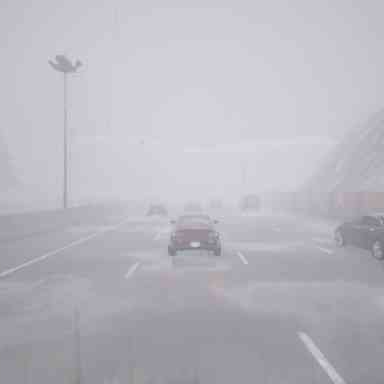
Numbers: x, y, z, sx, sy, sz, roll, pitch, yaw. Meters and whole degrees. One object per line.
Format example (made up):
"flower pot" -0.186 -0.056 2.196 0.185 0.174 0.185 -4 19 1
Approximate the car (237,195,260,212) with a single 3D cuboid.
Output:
"car" 7.109 1.377 42.142 2.150 2.045 5.566 0 0 0

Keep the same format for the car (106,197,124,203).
"car" -13.885 1.721 61.650 1.837 1.490 4.892 0 0 2

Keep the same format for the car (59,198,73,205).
"car" -24.212 1.799 64.850 1.895 1.301 4.718 0 0 2

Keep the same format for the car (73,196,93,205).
"car" -20.727 1.568 64.574 2.097 1.767 4.553 0 0 2

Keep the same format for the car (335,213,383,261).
"car" 7.102 1.551 12.482 1.837 1.490 4.892 0 -1 0

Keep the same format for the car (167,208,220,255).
"car" 0.104 1.575 13.377 1.812 1.442 4.674 0 0 0

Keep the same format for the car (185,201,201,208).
"car" 0.108 1.744 38.669 1.895 1.301 4.718 0 0 0

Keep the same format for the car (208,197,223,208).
"car" 3.611 1.541 51.027 2.097 1.767 4.553 0 0 0

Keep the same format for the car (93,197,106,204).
"car" -17.167 1.731 65.497 2.128 1.511 4.902 0 0 2

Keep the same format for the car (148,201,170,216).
"car" -3.394 1.652 34.277 1.812 1.442 4.674 0 0 0
